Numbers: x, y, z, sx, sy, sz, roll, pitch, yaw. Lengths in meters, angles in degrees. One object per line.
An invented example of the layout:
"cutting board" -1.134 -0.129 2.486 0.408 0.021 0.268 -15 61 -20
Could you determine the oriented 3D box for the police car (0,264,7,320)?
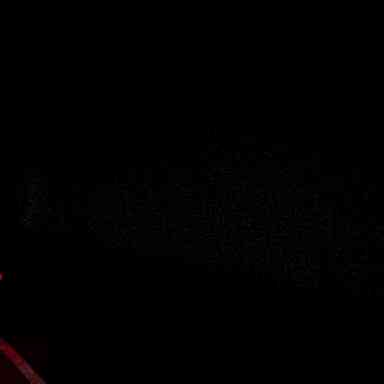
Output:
"police car" -5.157 1.425 6.306 1.930 1.638 5.238 0 0 -45
